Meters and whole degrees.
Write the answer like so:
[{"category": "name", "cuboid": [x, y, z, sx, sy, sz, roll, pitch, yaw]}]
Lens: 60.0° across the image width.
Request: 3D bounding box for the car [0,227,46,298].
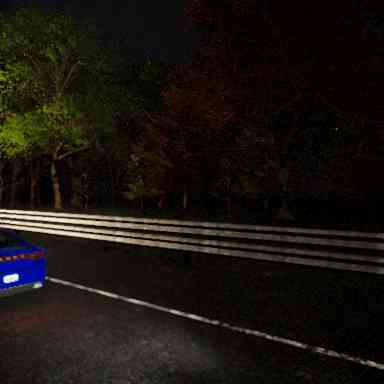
[{"category": "car", "cuboid": [-5.427, 1.486, 7.718, 5.008, 1.535, 1.882, 0, 0, 35]}]
